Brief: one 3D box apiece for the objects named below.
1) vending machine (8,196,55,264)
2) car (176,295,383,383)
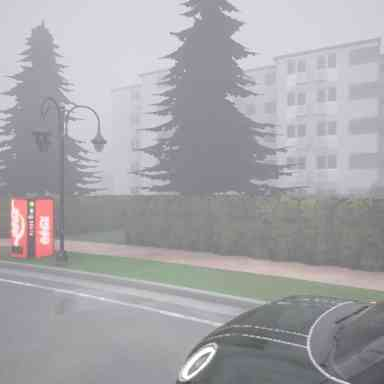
[{"bbox_3d":[-5.294,1.195,11.041,0.880,2.100,1.100,0,0,24],"label":"vending machine"},{"bbox_3d":[2.021,1.351,2.150,4.553,1.767,2.097,0,0,37],"label":"car"}]
